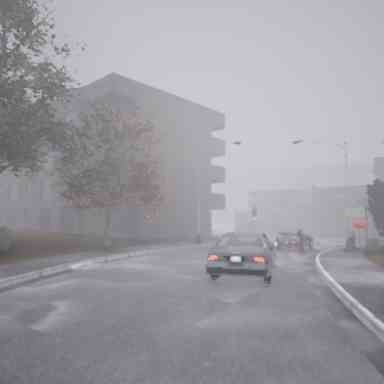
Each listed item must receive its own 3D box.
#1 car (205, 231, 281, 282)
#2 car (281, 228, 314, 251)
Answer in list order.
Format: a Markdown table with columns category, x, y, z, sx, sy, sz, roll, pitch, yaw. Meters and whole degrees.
| category | x | y | z | sx | sy | sz | roll | pitch | yaw |
| --- | --- | --- | --- | --- | --- | --- | --- | --- | --- |
| car | 1.804 | 2.010 | 11.124 | 2.033 | 1.411 | 5.357 | -1 | -5 | 15 |
| car | 7.378 | 3.352 | 23.771 | 2.128 | 1.511 | 4.902 | -2 | -7 | 30 |
